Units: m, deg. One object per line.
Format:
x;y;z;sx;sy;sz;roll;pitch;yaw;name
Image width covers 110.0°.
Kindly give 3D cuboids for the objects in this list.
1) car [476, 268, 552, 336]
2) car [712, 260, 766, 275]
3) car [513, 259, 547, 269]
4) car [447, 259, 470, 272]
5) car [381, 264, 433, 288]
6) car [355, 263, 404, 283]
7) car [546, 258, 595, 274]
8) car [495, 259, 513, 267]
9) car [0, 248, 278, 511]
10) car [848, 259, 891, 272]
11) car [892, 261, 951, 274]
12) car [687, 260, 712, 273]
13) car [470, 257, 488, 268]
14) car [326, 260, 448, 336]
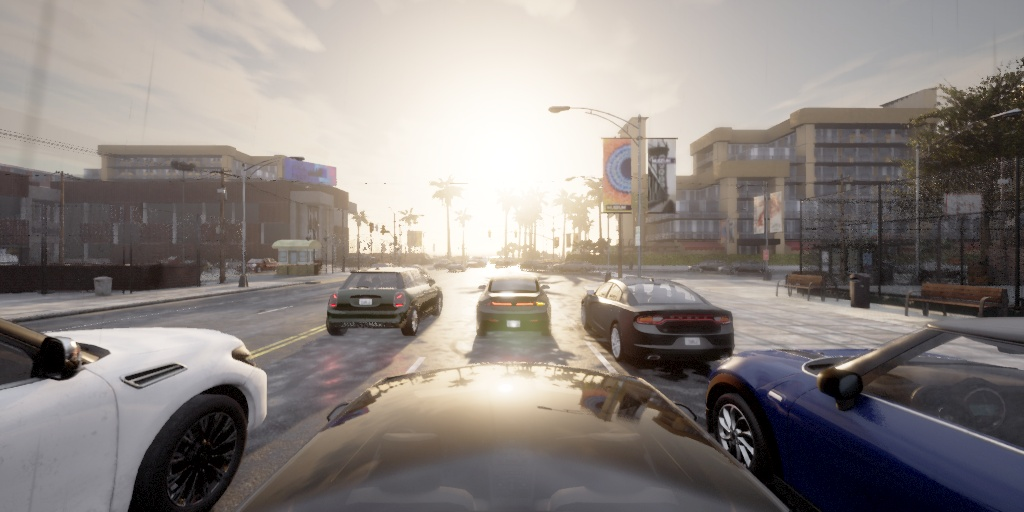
0.057;1.255;10.348;1.837;1.490;4.892;0;0;0;car
25.090;1.241;39.019;4.902;1.511;2.128;0;0;0;car
2.774;1.241;48.712;2.128;1.511;4.902;0;0;-33;car
-7.050;1.351;46.535;1.895;1.301;4.718;0;0;1;car
-7.110;1.297;24.928;2.033;1.411;5.357;0;0;0;car
-10.612;1.298;29.158;2.033;1.411;5.357;0;0;0;car
6.803;1.242;40.321;4.902;1.511;2.128;0;0;19;car
-1.516;1.241;64.410;2.128;1.511;4.902;0;0;16;car
-3.401;0.971;1.005;2.150;2.045;5.566;0;0;0;car
42.477;1.101;42.610;4.553;1.767;2.097;0;0;0;car
44.900;1.279;39.112;4.674;1.442;1.812;0;0;0;car
23.463;1.241;42.506;4.902;1.511;2.128;0;0;0;car
-6.213;1.297;60.844;2.033;1.411;5.357;0;0;13;car
-3.441;1.102;10.594;2.097;1.767;4.553;0;0;0;car
